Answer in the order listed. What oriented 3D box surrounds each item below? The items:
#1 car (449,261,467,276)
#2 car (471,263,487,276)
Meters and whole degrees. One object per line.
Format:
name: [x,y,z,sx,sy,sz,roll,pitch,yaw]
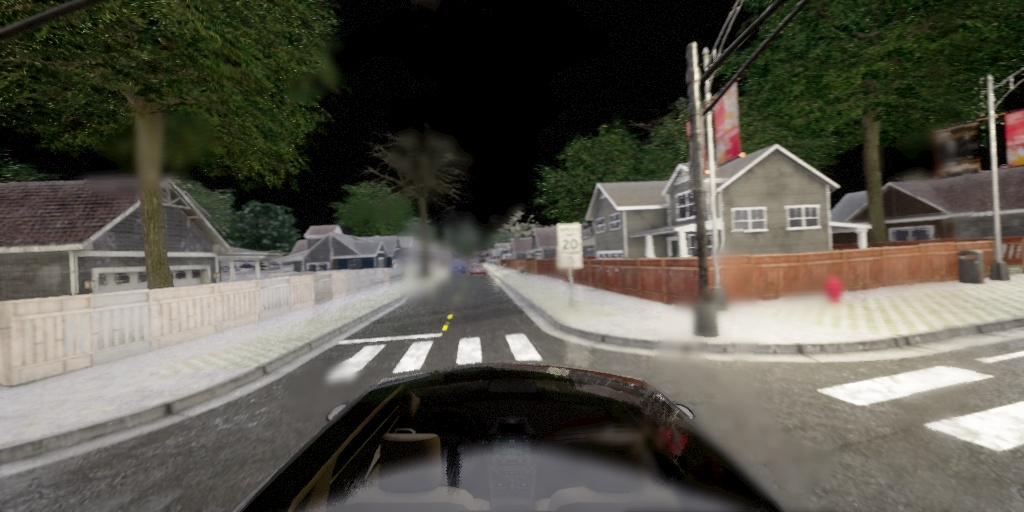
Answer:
car: [-7.442,1.665,49.815,2.150,2.045,5.566,-3,0,-6]
car: [-4.312,1.823,46.387,1.994,1.385,4.181,-3,0,-6]
